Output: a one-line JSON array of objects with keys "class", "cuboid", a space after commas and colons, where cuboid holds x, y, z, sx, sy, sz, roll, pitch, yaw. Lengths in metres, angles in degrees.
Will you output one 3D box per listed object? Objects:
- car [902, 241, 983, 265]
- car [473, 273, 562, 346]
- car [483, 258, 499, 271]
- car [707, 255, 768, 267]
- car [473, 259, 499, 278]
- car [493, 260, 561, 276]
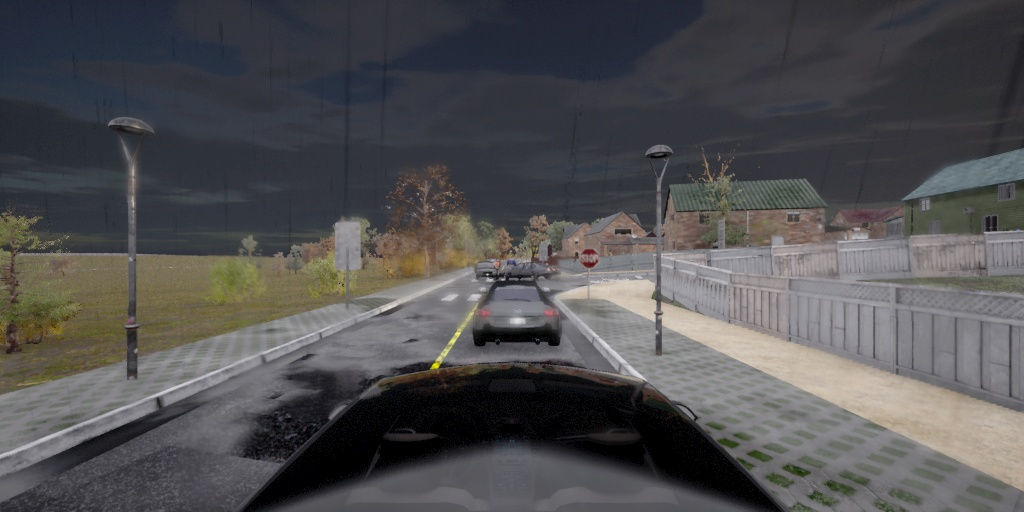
[{"class": "car", "cuboid": [23.855, -0.208, 20.403, 4.902, 1.511, 2.128, -3, 0, 14]}, {"class": "car", "cuboid": [0.089, 1.313, 9.392, 1.994, 1.385, 4.181, 0, 0, -1]}, {"class": "car", "cuboid": [-2.933, 1.120, 51.131, 2.097, 1.767, 4.553, 0, 0, 1]}, {"class": "car", "cuboid": [14.351, 0.413, 22.808, 4.181, 1.385, 1.994, -3, 0, 16]}, {"class": "car", "cuboid": [-2.302, 1.257, 31.314, 1.837, 1.490, 4.892, 0, 0, -8]}, {"class": "car", "cuboid": [1.290, 1.197, 28.409, 5.357, 1.411, 2.033, -4, -3, 43]}]
